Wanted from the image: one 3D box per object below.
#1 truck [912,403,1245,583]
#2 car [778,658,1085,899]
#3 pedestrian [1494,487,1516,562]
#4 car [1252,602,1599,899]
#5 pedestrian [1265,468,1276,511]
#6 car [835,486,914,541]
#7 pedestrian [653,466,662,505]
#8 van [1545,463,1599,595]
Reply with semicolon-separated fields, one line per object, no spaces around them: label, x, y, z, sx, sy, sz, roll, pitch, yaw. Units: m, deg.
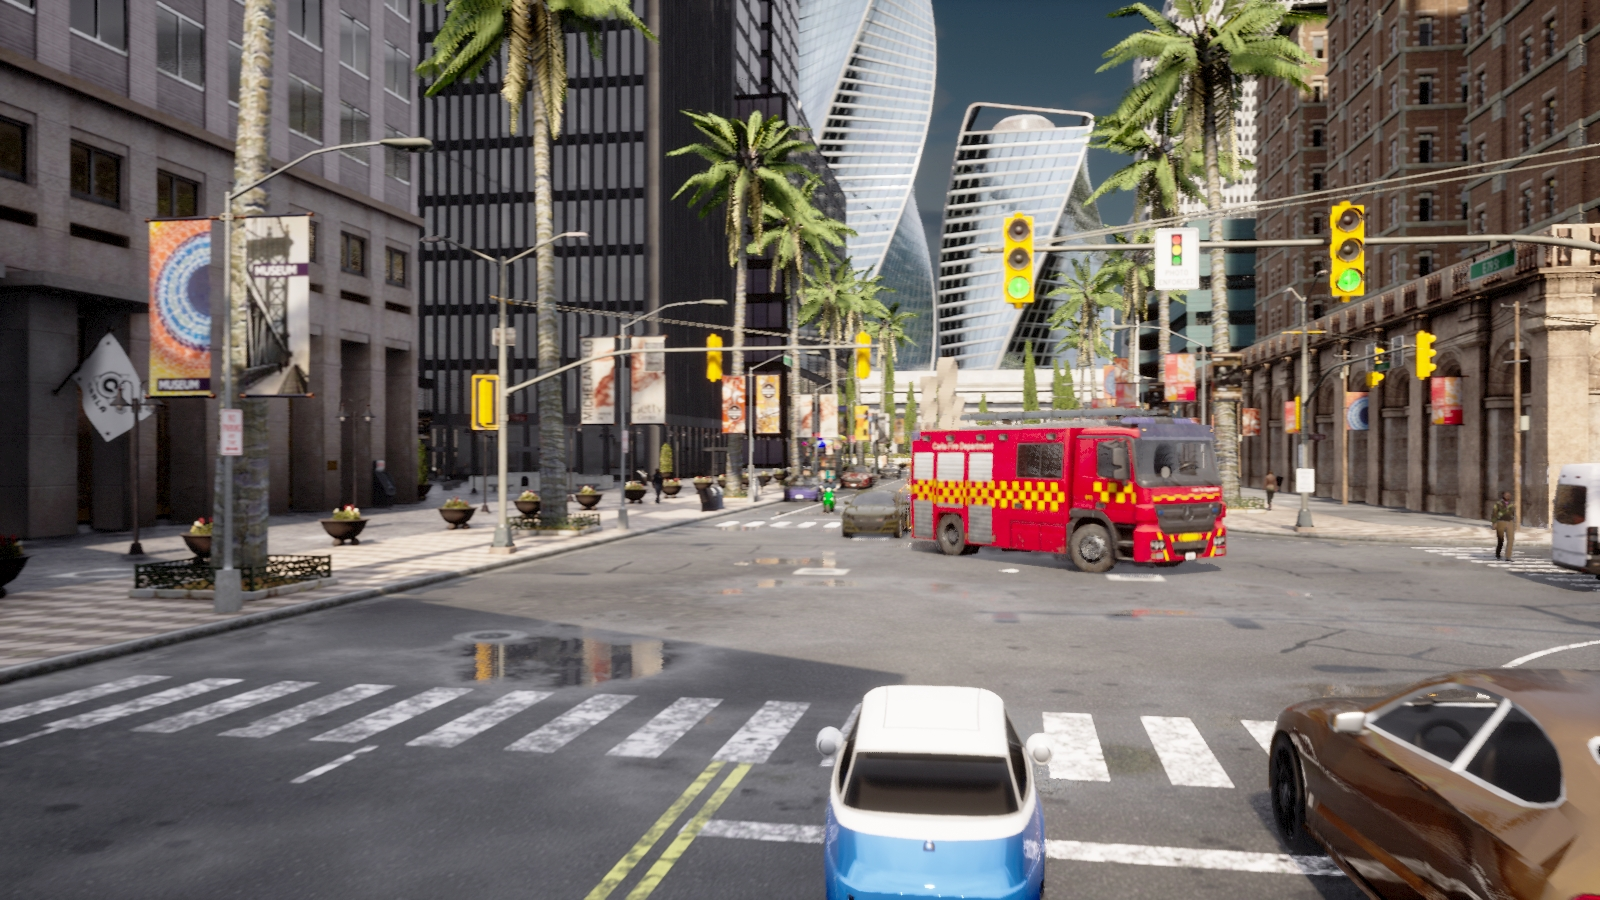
truck;6.547;0.913;28.569;2.891;3.827;8.468;0;0;-32
car;0.772;2.125;6.663;1.481;1.376;2.207;0;1;8
pedestrian;17.796;1.873;28.838;0.375;1.860;0.375;0;0;13
car;4.183;1.998;6.169;2.152;1.651;5.027;0;0;8
pedestrian;20.777;1.736;50.412;0.375;1.860;0.375;0;0;11
car;2.571;2.062;38.062;2.097;1.535;5.006;0;0;10
pedestrian;-6.985;1.733;55.874;0.375;1.860;0.375;0;0;-21
van;18.547;1.555;22.719;5.915;2.561;1.988;0;0;14
